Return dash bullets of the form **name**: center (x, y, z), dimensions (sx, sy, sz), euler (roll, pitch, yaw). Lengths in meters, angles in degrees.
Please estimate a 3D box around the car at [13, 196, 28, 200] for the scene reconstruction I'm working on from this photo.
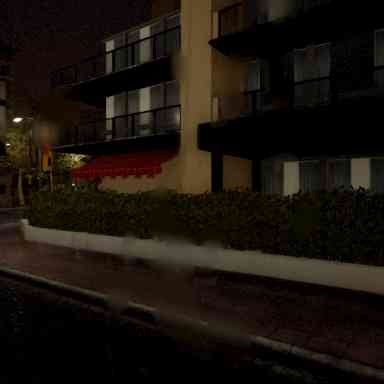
- **car**: center (-36.180, 1.481, 67.980), dimensions (4.892, 1.521, 2.231), euler (0, 0, 36)
